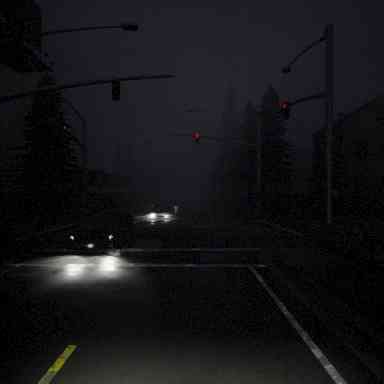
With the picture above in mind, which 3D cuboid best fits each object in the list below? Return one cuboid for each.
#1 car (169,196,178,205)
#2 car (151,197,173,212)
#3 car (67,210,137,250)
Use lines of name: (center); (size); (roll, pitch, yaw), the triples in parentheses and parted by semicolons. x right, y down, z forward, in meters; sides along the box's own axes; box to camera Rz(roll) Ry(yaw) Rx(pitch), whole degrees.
car: (-3.445, 1.507, 57.470); (1.837, 1.490, 4.892); (0, -1, 0)
car: (-3.550, 1.601, 38.211); (1.895, 1.301, 4.718); (0, 0, 0)
car: (-3.617, 1.498, 14.458); (2.033, 1.411, 5.357); (-1, 1, 0)
